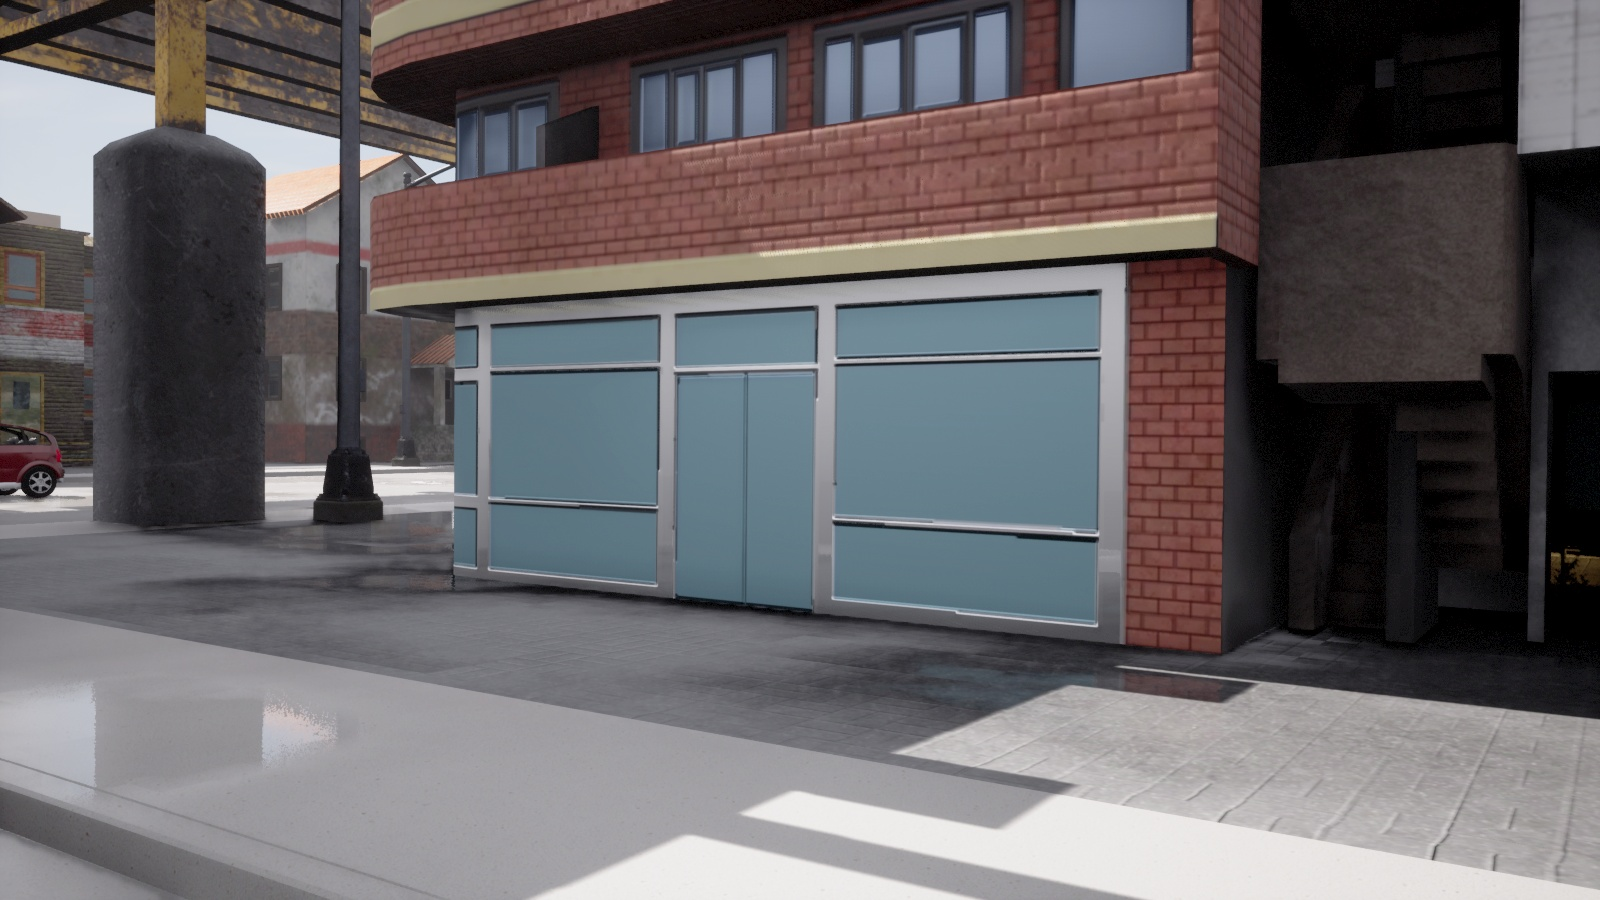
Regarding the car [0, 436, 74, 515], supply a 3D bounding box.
[{"bbox_3d":[-16.831,0.521,24.977,1.789,1.549,3.705,0,1,33],"label":"car"}]
